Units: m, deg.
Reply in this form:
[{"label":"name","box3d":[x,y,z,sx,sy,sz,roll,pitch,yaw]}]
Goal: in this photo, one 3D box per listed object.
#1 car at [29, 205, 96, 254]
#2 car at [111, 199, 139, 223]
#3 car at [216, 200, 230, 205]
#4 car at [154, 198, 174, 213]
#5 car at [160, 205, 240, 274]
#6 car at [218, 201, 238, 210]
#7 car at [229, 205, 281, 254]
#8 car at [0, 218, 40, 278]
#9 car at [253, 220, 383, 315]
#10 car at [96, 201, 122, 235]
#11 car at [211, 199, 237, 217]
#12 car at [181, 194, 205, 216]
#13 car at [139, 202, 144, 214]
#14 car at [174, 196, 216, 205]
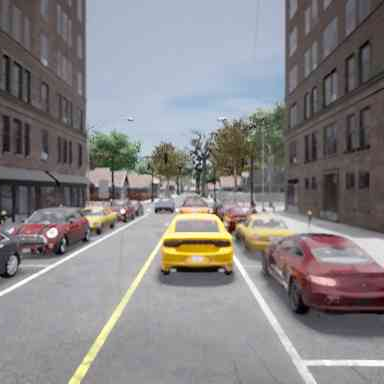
[{"label":"car","box3d":[-5.348,1.352,12.713,1.967,1.590,4.097,0,0,0]},{"label":"car","box3d":[-5.309,1.280,23.751,1.967,1.590,4.097,0,0,0]},{"label":"car","box3d":[2.716,1.422,23.725,1.802,1.307,4.206,0,0,0]},{"label":"car","box3d":[-2.637,1.338,33.337,2.033,1.411,5.357,0,0,0]},{"label":"car","box3d":[0.133,1.405,10.315,1.882,1.535,5.008,0,1,0]},{"label":"car","box3d":[2.696,1.420,18.207,1.887,1.381,4.507,0,0,0]},{"label":"car","box3d":[2.677,1.436,12.859,1.752,1.417,4.829,0,0,0]},{"label":"car","box3d":[-5.368,1.499,7.195,2.008,1.369,4.403,0,0,0]},{"label":"car","box3d":[2.657,1.531,7.170,1.802,1.307,4.206,0,0,0]},{"label":"car","box3d":[-5.329,1.402,18.062,1.752,1.417,4.829,0,0,0]},{"label":"car","box3d":[2.736,1.370,29.243,1.947,1.339,4.313,0,0,0]},{"label":"car","box3d":[0.106,1.145,30.929,2.097,1.767,4.553,0,0,0]},{"label":"car","box3d":[-5.289,1.386,29.271,1.802,1.307,4.206,0,0,0]},{"label":"car","box3d":[0.169,1.209,21.097,2.097,1.767,4.553,0,0,0]}]
